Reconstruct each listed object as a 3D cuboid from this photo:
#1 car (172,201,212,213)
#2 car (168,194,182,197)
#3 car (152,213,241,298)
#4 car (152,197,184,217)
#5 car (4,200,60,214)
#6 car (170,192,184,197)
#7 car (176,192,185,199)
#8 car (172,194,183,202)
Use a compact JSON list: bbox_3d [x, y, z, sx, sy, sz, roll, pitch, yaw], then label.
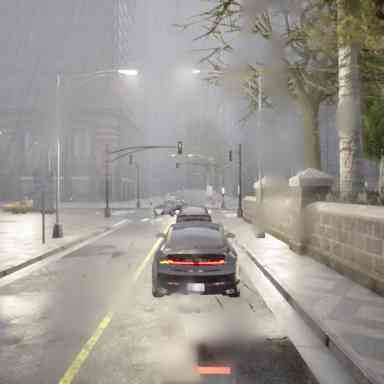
[{"bbox_3d":[0.095,1.477,18.849,1.882,1.535,5.008,0,0,0],"label":"car"},{"bbox_3d":[-3.105,1.424,50.177,2.128,1.511,4.902,0,0,0],"label":"car"},{"bbox_3d":[0.096,1.505,8.528,1.837,1.490,4.892,0,0,0],"label":"car"},{"bbox_3d":[-1.900,1.488,30.440,2.128,1.511,4.902,-1,0,22],"label":"car"},{"bbox_3d":[-14.941,1.398,31.177,4.829,1.417,1.752,1,-1,0],"label":"car"},{"bbox_3d":[-3.085,1.086,60.470,2.150,2.045,5.566,0,1,1],"label":"car"},{"bbox_3d":[-3.025,0.856,85.755,2.097,1.767,4.553,0,1,0],"label":"car"},{"bbox_3d":[-3.020,1.316,70.827,2.128,1.511,4.902,0,0,0],"label":"car"}]
